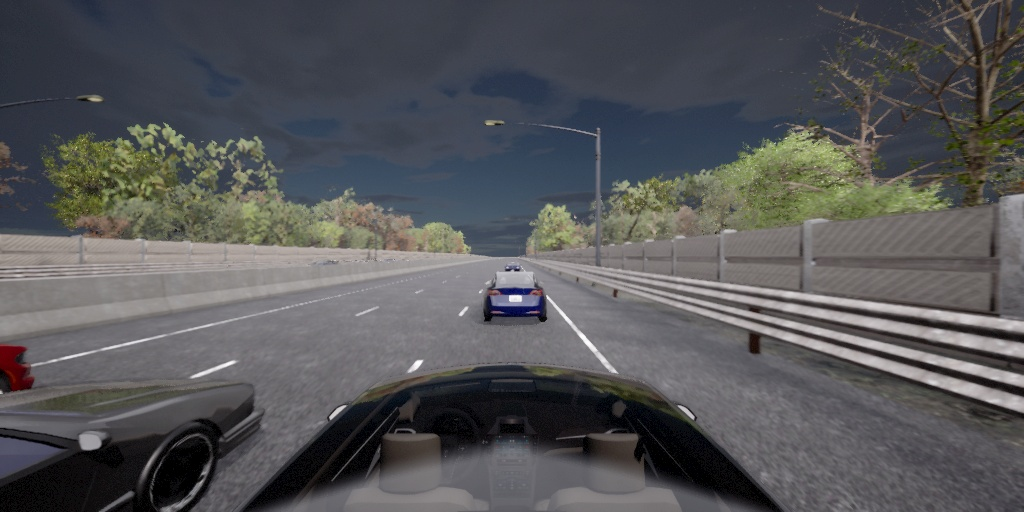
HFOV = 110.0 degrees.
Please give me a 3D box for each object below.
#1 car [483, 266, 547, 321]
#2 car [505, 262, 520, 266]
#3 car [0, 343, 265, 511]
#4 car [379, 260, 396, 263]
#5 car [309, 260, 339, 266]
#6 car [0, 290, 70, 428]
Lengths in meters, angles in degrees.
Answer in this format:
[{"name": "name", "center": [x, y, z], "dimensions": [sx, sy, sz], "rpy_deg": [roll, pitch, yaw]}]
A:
[{"name": "car", "center": [0.098, 1.260, 12.546], "dimensions": [2.163, 1.488, 4.792], "rpy_deg": [0, 0, 0]}, {"name": "car", "center": [0.094, 1.374, 43.378], "dimensions": [1.895, 1.301, 4.718], "rpy_deg": [0, 0, 0]}, {"name": "car", "center": [-3.395, 1.297, 1.090], "dimensions": [2.033, 1.411, 5.357], "rpy_deg": [0, 0, 0]}, {"name": "car", "center": [-17.572, 1.271, 50.731], "dimensions": [2.128, 1.511, 4.902], "rpy_deg": [0, 0, 0]}, {"name": "car", "center": [-21.095, 1.374, 40.744], "dimensions": [1.895, 1.301, 4.718], "rpy_deg": [0, 0, 0]}, {"name": "car", "center": [-6.902, 1.229, 2.330], "dimensions": [1.882, 1.535, 5.008], "rpy_deg": [0, 0, 0]}]
